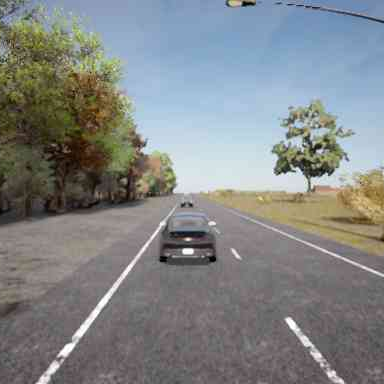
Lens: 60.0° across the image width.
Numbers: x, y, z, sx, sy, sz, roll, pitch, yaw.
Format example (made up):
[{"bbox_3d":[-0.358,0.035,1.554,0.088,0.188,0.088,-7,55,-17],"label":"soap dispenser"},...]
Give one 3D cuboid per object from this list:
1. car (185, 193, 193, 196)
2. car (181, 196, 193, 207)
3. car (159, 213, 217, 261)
[{"bbox_3d":[-1.402,1.597,90.721,2.033,1.411,5.357,0,0,-1],"label":"car"},{"bbox_3d":[-0.787,1.652,52.288,1.895,1.301,4.718,0,0,-1],"label":"car"},{"bbox_3d":[-0.153,1.525,12.302,1.837,1.490,4.892,0,0,-1],"label":"car"}]
